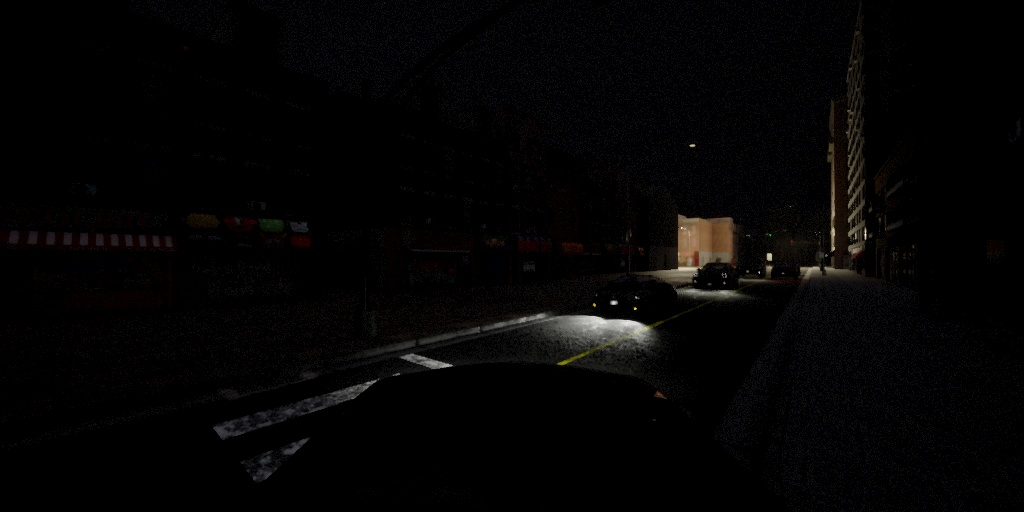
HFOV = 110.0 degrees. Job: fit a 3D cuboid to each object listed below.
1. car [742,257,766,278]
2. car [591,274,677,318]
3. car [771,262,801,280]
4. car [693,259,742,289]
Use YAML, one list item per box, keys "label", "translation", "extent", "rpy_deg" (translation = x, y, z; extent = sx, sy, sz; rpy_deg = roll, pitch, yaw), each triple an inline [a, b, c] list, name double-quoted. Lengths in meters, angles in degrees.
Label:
- label: "car"
  translation: [24.734, 1.162, 37.034]
  extent: [2.150, 2.045, 5.566]
  rpy_deg: [0, -1, 40]
- label: "car"
  translation: [4.661, 1.375, 13.426]
  extent: [1.994, 1.385, 4.181]
  rpy_deg: [0, 0, 40]
- label: "car"
  translation: [25.895, 1.411, 34.038]
  extent: [1.882, 1.535, 5.008]
  rpy_deg: [0, -1, 40]
- label: "car"
  translation: [13.818, 1.227, 24.269]
  extent: [2.097, 1.767, 4.553]
  rpy_deg: [0, -1, 40]
